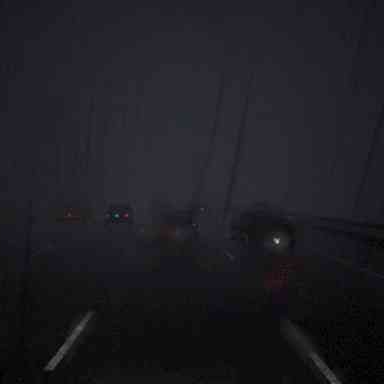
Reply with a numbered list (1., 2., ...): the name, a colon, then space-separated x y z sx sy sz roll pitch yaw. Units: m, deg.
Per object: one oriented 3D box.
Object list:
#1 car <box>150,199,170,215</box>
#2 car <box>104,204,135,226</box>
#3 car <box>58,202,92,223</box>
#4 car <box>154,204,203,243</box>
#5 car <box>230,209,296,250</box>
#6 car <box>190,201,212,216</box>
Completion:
1. car: -3.250 1.498 33.968 1.882 1.535 5.008 0 0 -10
2. car: -5.138 1.566 23.776 2.033 1.411 5.357 0 0 -8
3. car: -8.998 1.503 25.897 1.882 1.535 5.008 0 0 -8
4. car: -0.768 1.534 15.991 1.812 1.442 4.674 0 0 -5
5. car: 2.883 1.508 14.360 1.837 1.490 4.892 0 0 -4
6. car: 0.579 1.579 32.346 1.994 1.385 4.181 0 0 -10
